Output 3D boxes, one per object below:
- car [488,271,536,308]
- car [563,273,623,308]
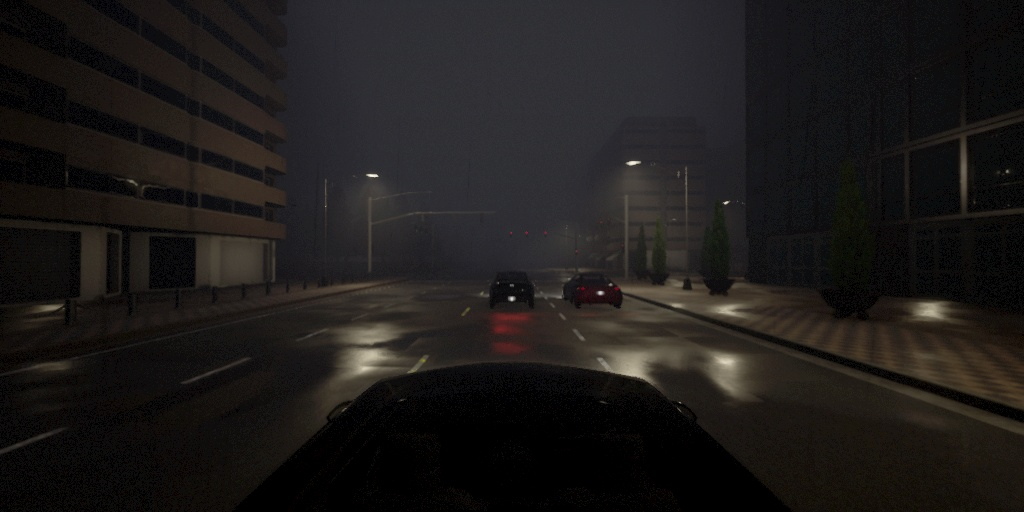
[{"bbox_3d":[0.001,1.394,16.158,1.837,1.490,4.892,0,0,0],"label":"car"},{"bbox_3d":[3.501,1.450,16.158,1.994,1.385,4.181,0,0,0],"label":"car"}]
